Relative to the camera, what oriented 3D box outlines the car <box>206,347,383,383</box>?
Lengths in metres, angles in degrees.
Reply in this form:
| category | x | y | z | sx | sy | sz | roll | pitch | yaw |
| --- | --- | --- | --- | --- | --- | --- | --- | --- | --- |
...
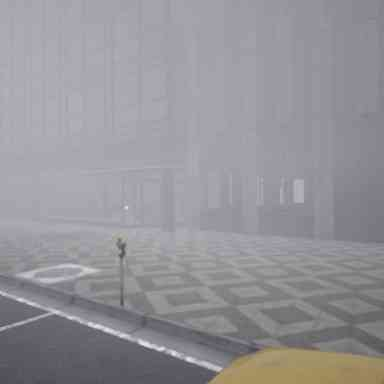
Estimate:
| category | x | y | z | sx | sy | sz | roll | pitch | yaw |
| --- | --- | --- | --- | --- | --- | --- | --- | --- | --- |
| car | 2.087 | 1.519 | 1.593 | 4.829 | 1.417 | 1.752 | 0 | 0 | 36 |
